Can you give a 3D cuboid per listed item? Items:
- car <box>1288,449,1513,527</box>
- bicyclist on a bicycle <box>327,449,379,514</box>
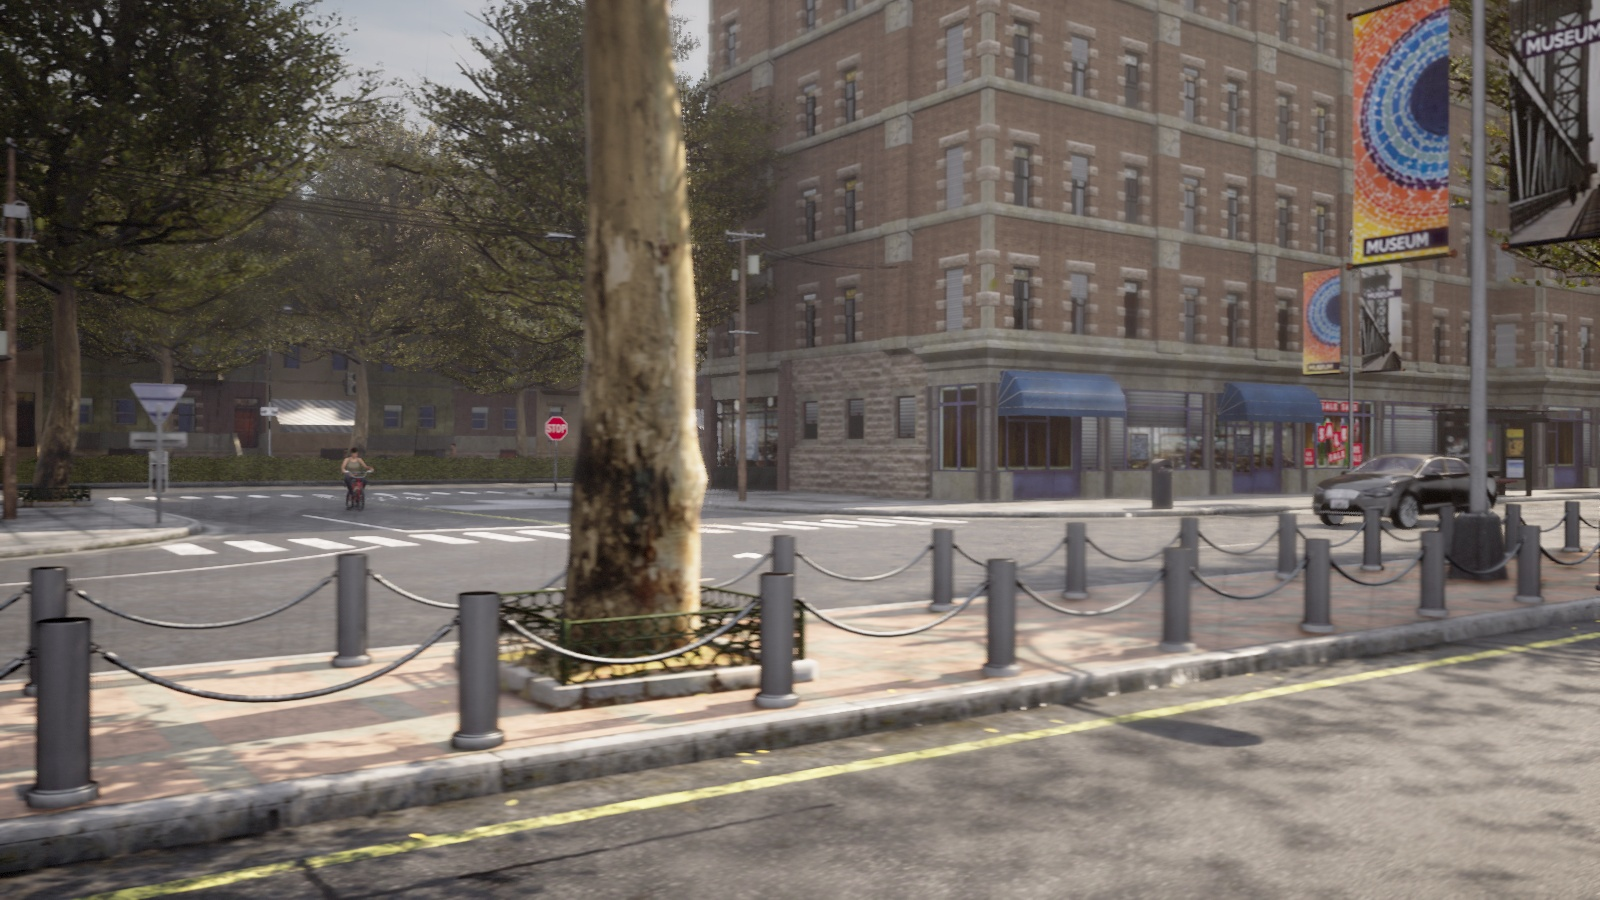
[{"bbox_3d":[12.728,0.740,26.533,4.902,1.511,2.128,0,0,-35],"label":"car"},{"bbox_3d":[-11.393,0.784,32.009,0.866,1.612,1.509,0,0,-36],"label":"bicyclist on a bicycle"}]
